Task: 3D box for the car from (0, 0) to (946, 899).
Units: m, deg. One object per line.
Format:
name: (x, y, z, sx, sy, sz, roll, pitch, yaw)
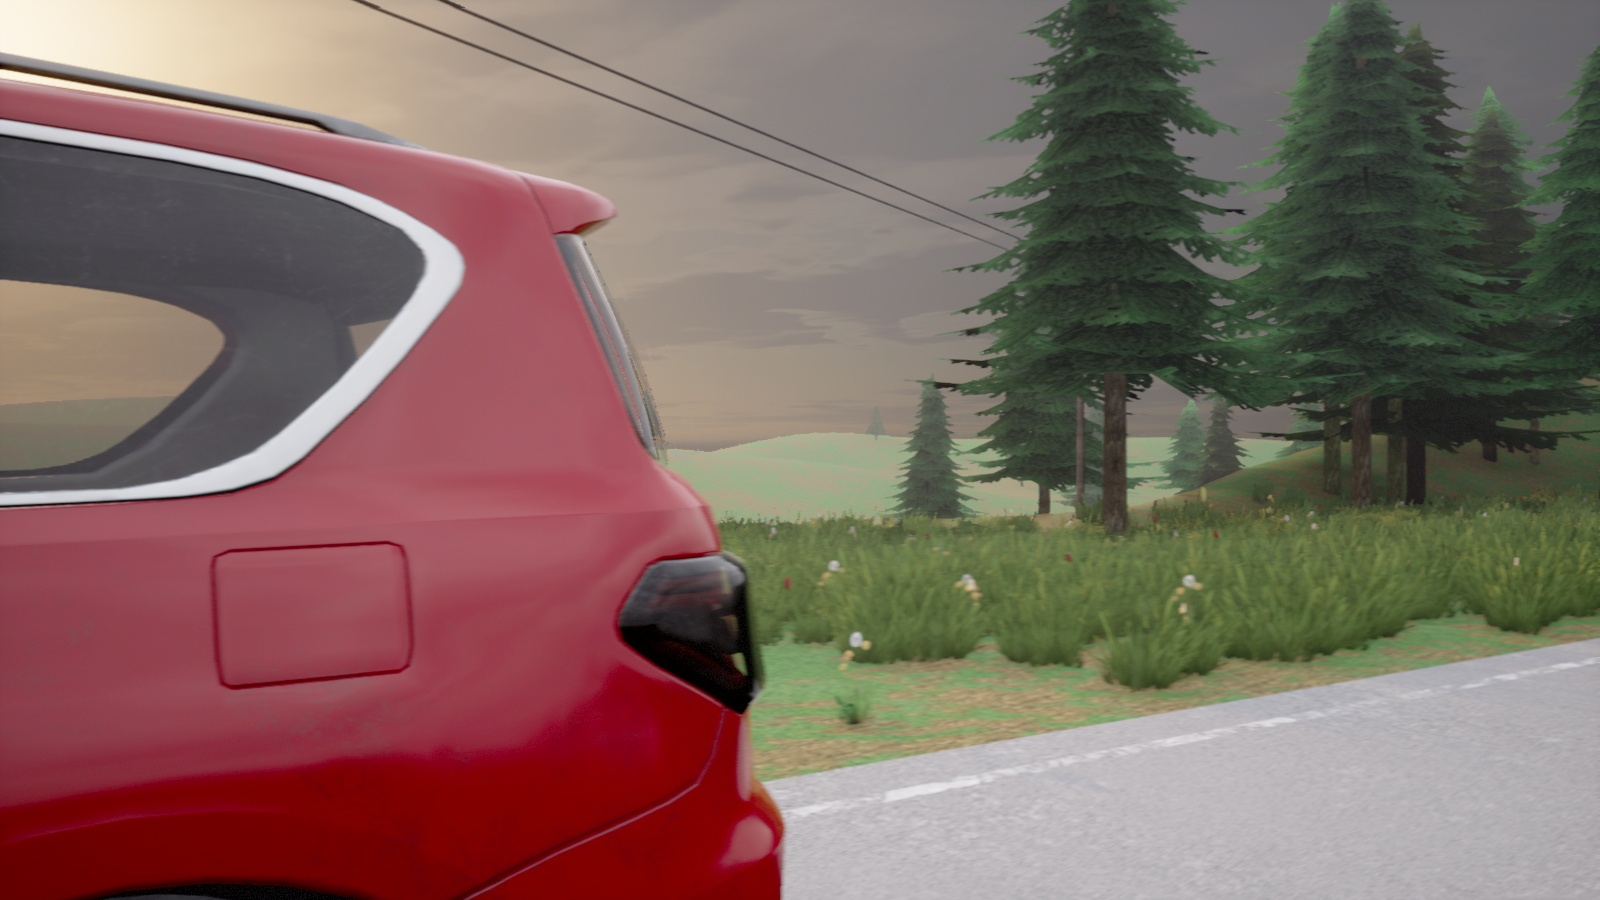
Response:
car: (-2.655, 0.471, 1.454, 5.566, 2.045, 2.150, 0, 0, -34)
